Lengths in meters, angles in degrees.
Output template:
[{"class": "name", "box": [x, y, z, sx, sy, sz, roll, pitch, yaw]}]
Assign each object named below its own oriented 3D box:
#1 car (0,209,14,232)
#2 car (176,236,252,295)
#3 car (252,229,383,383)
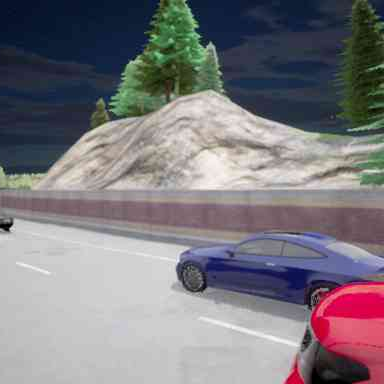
[{"class": "car", "box": [-11.961, 1.588, 19.070, 4.718, 1.301, 1.895, 0, 0, 45]}, {"class": "car", "box": [1.790, 1.541, 7.152, 4.674, 1.442, 1.812, 0, 0, 37]}, {"class": "car", "box": [3.341, 1.236, 1.659, 5.566, 2.045, 2.150, 0, 0, 35]}]
